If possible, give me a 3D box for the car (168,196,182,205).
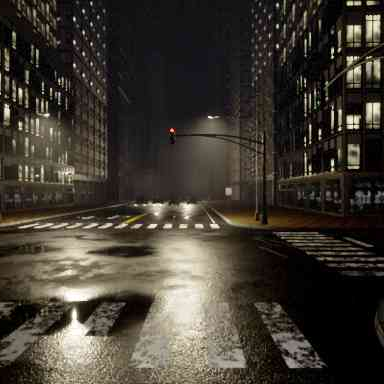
[{"bbox_3d":[-3.226,1.647,59.684,2.033,1.411,5.357,0,0,0],"label":"car"}]

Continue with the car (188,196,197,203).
[{"bbox_3d":[0.029,1.583,70.548,1.895,1.301,4.718,0,0,0],"label":"car"}]

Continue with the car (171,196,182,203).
[{"bbox_3d":[-3.222,1.522,70.103,1.994,1.385,4.181,0,0,0],"label":"car"}]

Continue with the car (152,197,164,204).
[{"bbox_3d":[-6.474,1.680,64.271,1.994,1.385,4.181,0,0,0],"label":"car"}]

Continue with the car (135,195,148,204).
[{"bbox_3d":[-9.724,1.468,64.302,2.097,1.767,4.553,0,0,0],"label":"car"}]

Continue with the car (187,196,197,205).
[{"bbox_3d":[0.025,1.648,60.100,2.033,1.411,5.357,0,0,0],"label":"car"}]
